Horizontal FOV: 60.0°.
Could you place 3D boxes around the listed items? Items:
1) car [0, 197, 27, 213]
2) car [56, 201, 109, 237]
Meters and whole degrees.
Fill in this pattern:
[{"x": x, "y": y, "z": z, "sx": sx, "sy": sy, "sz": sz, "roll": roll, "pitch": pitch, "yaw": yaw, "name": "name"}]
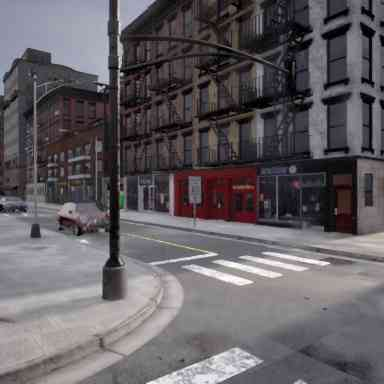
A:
[{"x": -19.078, "y": 1.290, "z": 35.440, "sx": 2.097, "sy": 1.767, "sz": 4.553, "roll": 0, "pitch": 0, "yaw": -37, "name": "car"}, {"x": -5.825, "y": 1.328, "z": 18.243, "sx": 2.097, "sy": 1.767, "sz": 4.553, "roll": 0, "pitch": 0, "yaw": -38, "name": "car"}]
